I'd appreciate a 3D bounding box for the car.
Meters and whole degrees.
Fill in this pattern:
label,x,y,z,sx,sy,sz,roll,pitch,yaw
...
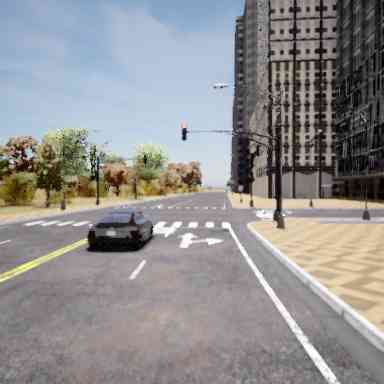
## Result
label,x,y,z,sx,sy,sz,roll,pitch,yaw
car,-2.808,1.424,13.875,1.994,1.385,4.181,0,1,2
